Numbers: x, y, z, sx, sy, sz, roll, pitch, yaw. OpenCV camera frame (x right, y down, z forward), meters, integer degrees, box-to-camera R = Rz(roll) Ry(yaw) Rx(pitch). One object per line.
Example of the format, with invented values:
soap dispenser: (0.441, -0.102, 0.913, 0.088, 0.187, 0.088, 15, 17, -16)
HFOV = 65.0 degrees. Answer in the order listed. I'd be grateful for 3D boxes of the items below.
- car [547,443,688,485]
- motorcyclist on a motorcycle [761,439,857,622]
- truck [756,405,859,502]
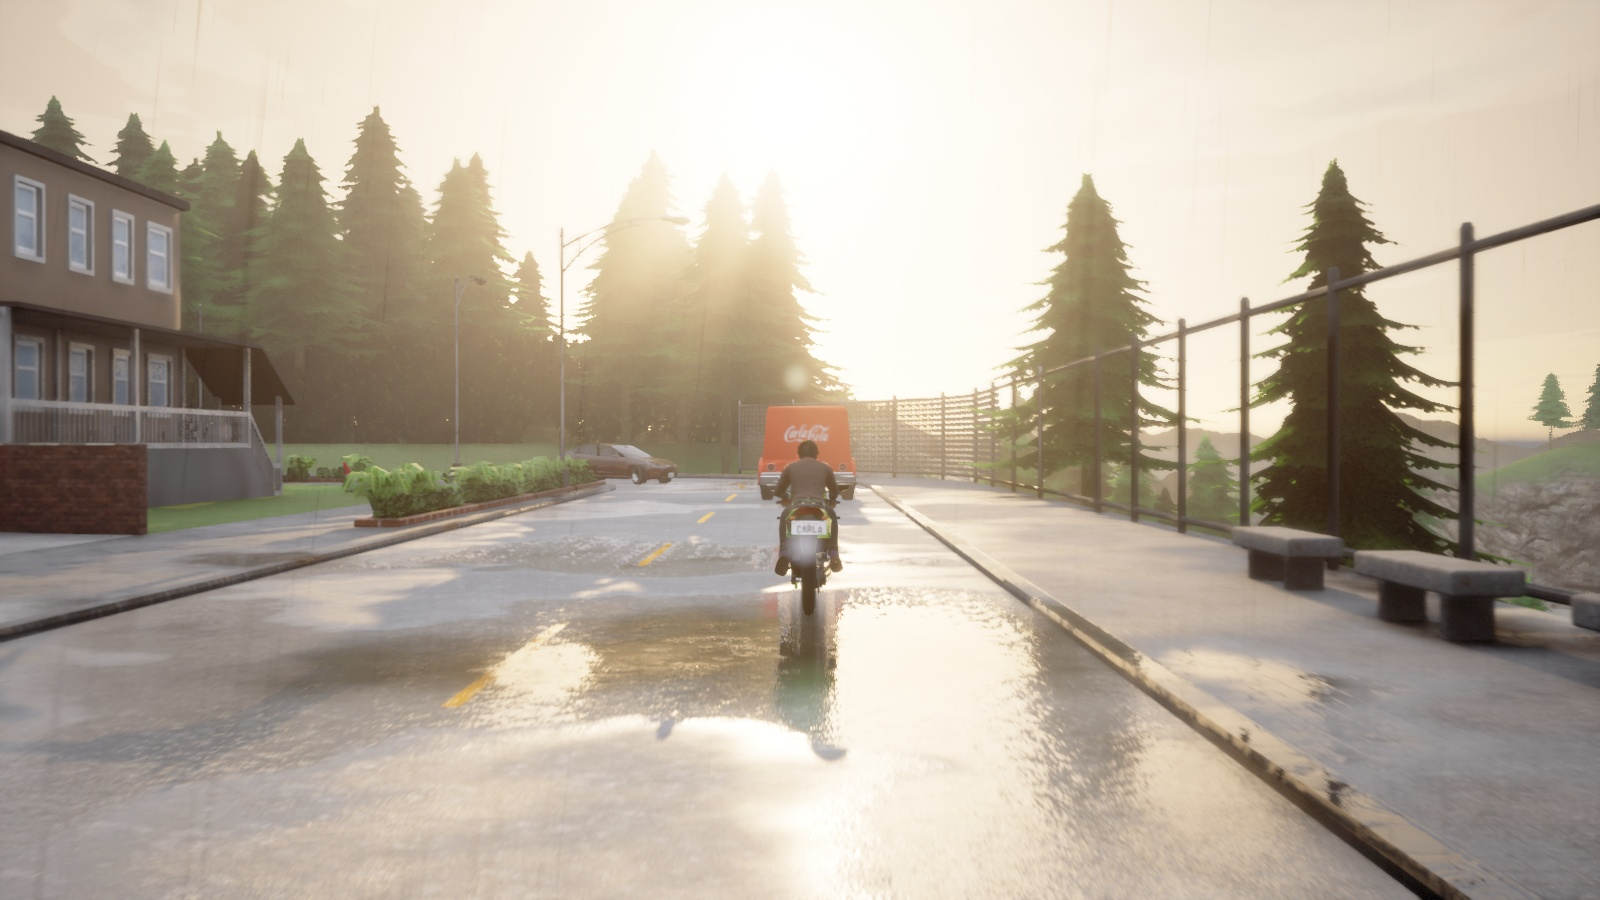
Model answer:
car: (-6.738, 0.481, 46.257, 4.792, 1.488, 2.163, 0, 0, 28)
motorcyclist on a motorcycle: (0.077, 0.664, 11.453, 0.797, 1.523, 2.044, 0, 0, 0)
truck: (0.202, 0.065, 34.564, 2.627, 2.467, 5.204, 0, 0, 0)
